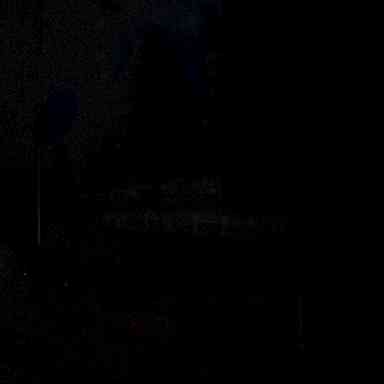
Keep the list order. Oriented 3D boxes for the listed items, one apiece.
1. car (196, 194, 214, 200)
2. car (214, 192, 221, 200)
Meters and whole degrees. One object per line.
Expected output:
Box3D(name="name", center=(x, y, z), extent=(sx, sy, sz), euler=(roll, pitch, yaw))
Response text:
Box3D(name="car", center=(3.935, 1.383, 92.300), extent=(3.806, 1.475, 1.970), euler=(0, 0, 35))
Box3D(name="car", center=(8.298, 1.373, 85.598), extent=(3.633, 1.501, 1.845), euler=(0, 0, 35))
